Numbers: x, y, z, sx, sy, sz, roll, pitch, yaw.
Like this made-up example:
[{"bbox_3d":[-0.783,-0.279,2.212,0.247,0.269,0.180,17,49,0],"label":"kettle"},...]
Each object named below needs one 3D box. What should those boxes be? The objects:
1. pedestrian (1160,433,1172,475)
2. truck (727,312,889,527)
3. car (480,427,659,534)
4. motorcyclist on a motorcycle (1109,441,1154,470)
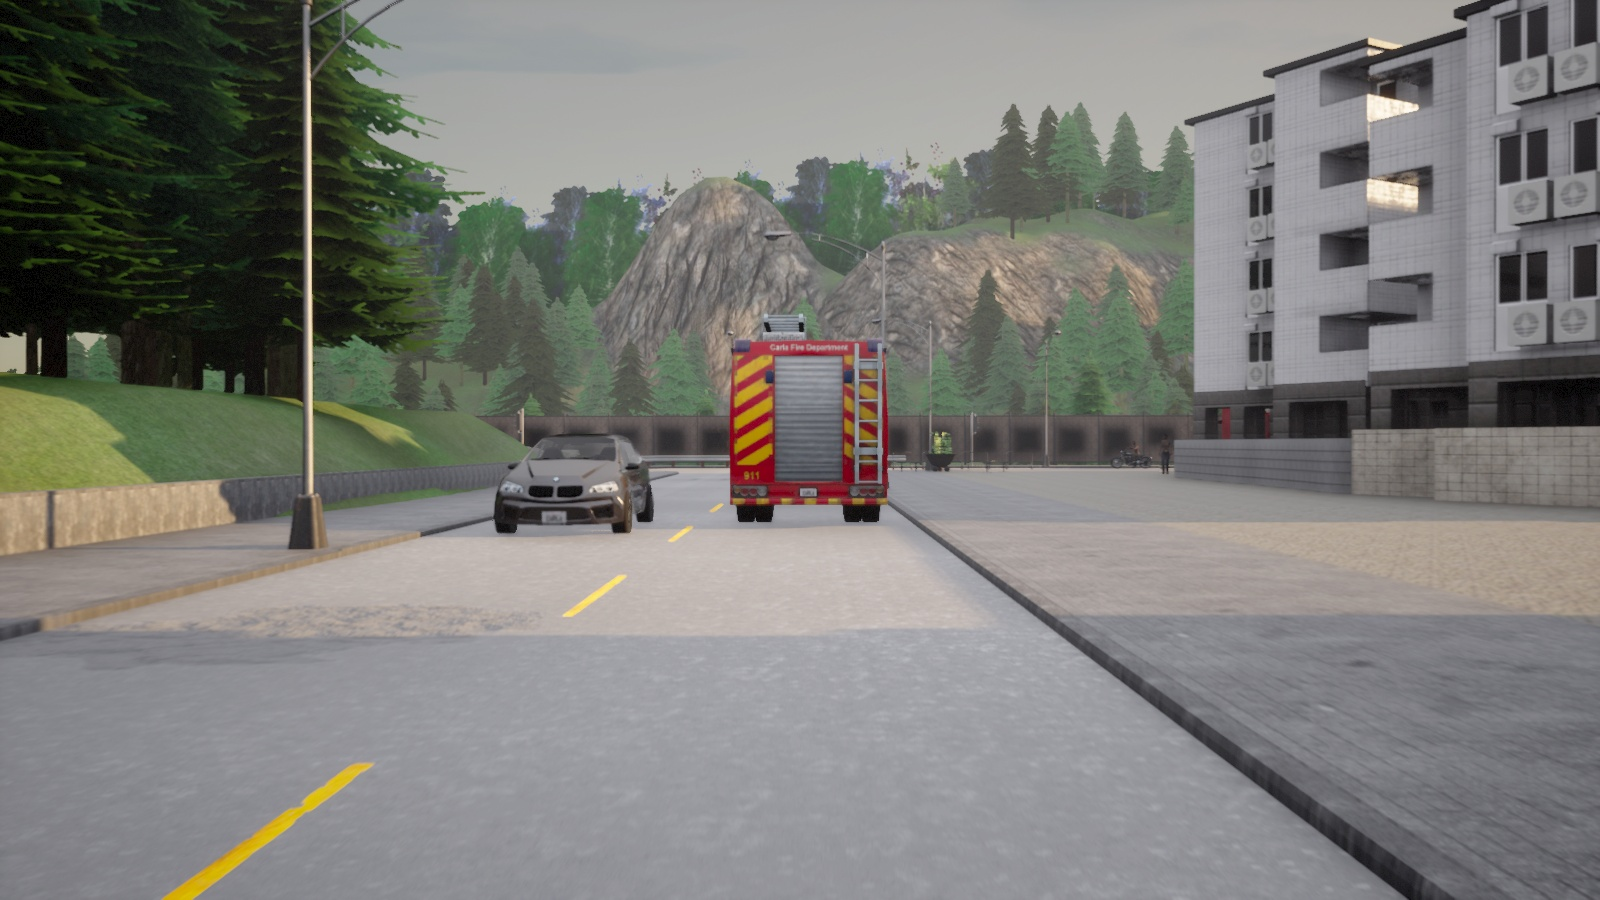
[{"bbox_3d":[15.833,0.163,54.332,0.328,1.805,0.869,0,0,28],"label":"pedestrian"},{"bbox_3d":[0.171,-0.568,26.675,2.891,3.827,8.468,0,0,0],"label":"truck"},{"bbox_3d":[-3.858,0.464,21.896,2.242,1.667,4.611,0,0,0],"label":"car"},{"bbox_3d":[18.932,0.308,71.689,2.350,1.649,0.766,0,0,0],"label":"motorcyclist on a motorcycle"}]
